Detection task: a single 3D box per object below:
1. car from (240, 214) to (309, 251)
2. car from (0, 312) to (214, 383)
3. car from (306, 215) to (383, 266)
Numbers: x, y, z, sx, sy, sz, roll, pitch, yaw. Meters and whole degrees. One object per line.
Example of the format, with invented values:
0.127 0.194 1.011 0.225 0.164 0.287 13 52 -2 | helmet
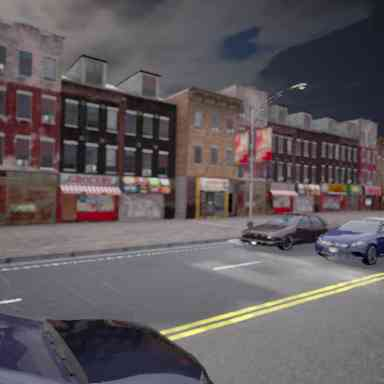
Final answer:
4.664 1.703 14.998 5.357 1.411 2.033 1 -1 -36 | car
-1.766 1.560 2.179 4.181 1.385 1.994 1 -1 -36 | car
6.561 1.682 12.361 4.674 1.442 1.812 1 0 -36 | car
